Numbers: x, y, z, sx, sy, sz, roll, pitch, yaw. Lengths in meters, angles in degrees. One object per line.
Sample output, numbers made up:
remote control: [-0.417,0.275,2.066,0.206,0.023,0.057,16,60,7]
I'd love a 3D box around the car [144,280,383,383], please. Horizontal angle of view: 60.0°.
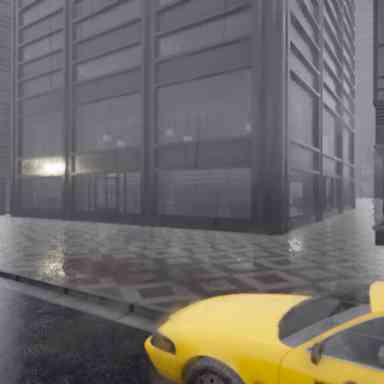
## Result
car: [1.990,1.466,2.895,5.366,1.575,1.801,0,0,34]
